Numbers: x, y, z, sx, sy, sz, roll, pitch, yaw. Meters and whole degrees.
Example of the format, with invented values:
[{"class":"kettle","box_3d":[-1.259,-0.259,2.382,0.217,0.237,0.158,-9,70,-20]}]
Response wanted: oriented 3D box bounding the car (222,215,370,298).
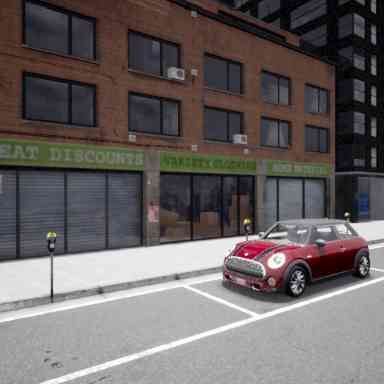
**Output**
[{"class":"car","box_3d":[2.694,1.440,8.456,4.097,1.590,1.967,0,0,-35]}]
